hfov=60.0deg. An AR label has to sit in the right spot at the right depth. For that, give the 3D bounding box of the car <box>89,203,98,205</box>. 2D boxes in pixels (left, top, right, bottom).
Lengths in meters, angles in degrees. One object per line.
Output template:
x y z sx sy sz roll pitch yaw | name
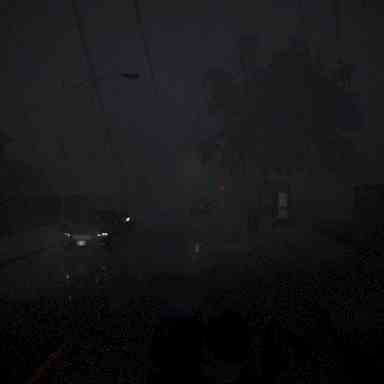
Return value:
-11.970 1.414 33.940 5.357 1.415 2.033 0 0 4 | car

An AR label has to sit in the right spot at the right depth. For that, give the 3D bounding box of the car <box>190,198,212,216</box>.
0.924 1.409 32.740 2.097 1.767 4.553 0 0 2 | car

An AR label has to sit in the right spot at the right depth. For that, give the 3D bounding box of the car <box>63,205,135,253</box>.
-3.722 1.516 13.988 2.128 1.511 4.902 0 0 3 | car
